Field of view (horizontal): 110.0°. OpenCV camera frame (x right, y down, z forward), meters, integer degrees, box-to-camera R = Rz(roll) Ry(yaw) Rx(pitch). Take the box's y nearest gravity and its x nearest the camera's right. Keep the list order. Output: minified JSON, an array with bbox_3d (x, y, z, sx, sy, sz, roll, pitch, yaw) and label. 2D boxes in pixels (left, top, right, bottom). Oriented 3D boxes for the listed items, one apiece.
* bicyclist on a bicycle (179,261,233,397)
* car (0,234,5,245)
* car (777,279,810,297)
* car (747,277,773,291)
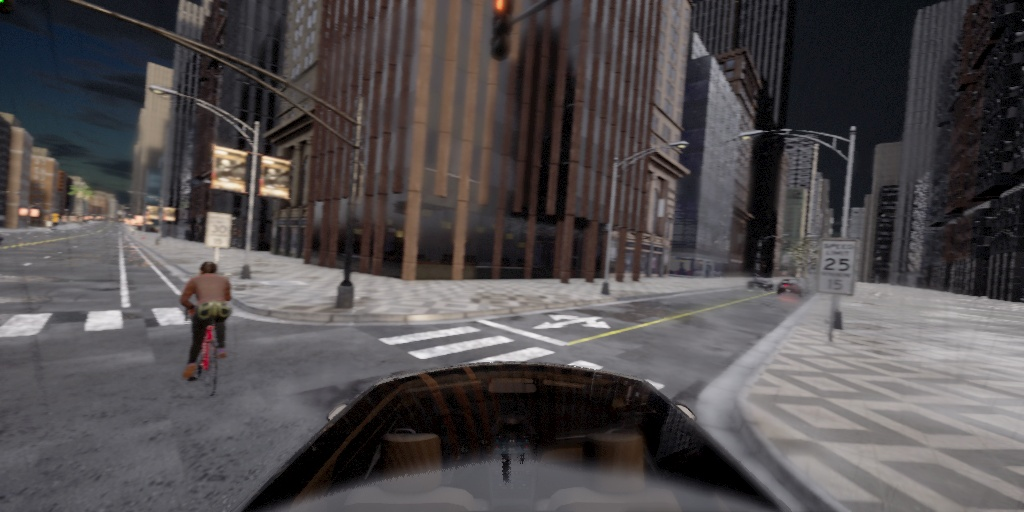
[{"bbox_3d":[-4.016,0.898,4.724,1.656,1.620,0.582,4,0,42],"label":"bicyclist on a bicycle"},{"bbox_3d":[-45.176,-1.570,30.503,4.718,1.301,1.895,4,0,42],"label":"car"},{"bbox_3d":[26.110,2.931,33.448,1.837,1.490,4.892,5,1,43],"label":"car"},{"bbox_3d":[27.042,3.034,39.024,1.895,1.301,4.718,5,1,42],"label":"car"}]
